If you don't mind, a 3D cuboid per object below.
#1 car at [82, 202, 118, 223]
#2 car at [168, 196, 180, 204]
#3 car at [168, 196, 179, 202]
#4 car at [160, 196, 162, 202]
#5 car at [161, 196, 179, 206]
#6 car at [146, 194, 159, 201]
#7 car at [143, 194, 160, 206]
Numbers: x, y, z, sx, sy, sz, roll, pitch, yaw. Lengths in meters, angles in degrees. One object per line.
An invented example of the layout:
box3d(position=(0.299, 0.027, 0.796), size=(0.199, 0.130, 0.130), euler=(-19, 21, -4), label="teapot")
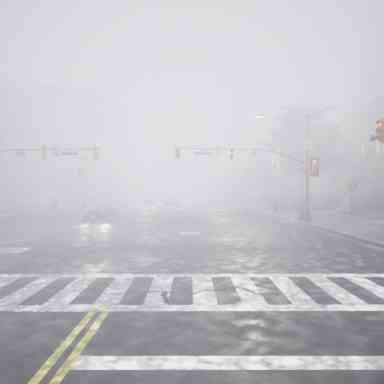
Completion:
box3d(position=(-7.037, 1.526, 25.932), size=(1.812, 1.442, 4.674), euler=(0, 0, 0), label="car")
box3d(position=(-3.483, 1.547, 65.865), size=(2.033, 1.411, 5.357), euler=(0, 0, 0), label="car")
box3d(position=(-4.222, 1.553, 75.847), size=(1.994, 1.385, 4.181), euler=(0, 0, -10), label="car")
box3d(position=(-6.930, 1.493, 69.005), size=(2.128, 1.511, 4.902), euler=(0, 0, 1), label="car")
box3d(position=(-3.491, 1.547, 55.854), size=(2.033, 1.411, 5.357), euler=(0, 0, 0), label="car")
box3d(position=(-9.801, 1.355, 81.879), size=(2.097, 1.767, 4.553), euler=(0, 0, -21), label="car")
box3d(position=(-6.993, 1.504, 55.857), size=(1.837, 1.490, 4.892), euler=(0, 0, 0), label="car")
